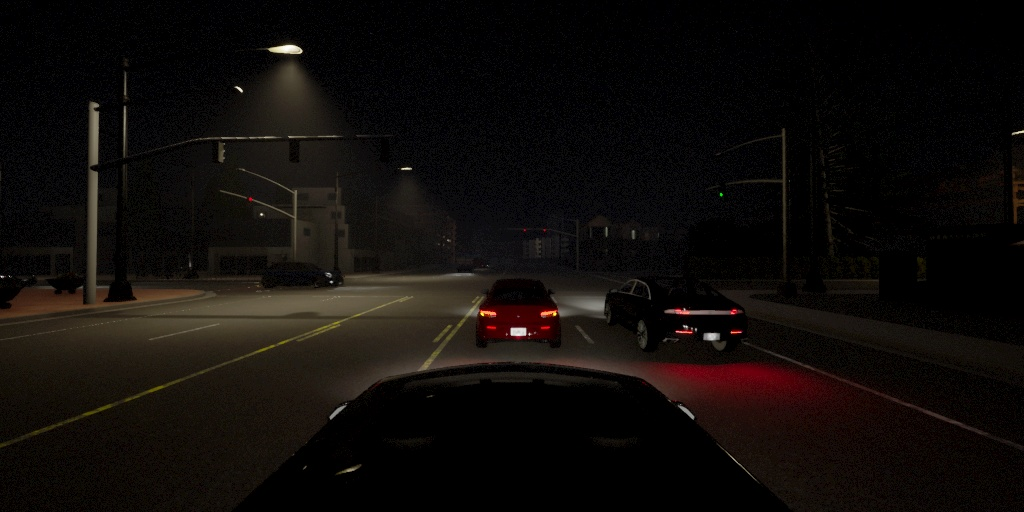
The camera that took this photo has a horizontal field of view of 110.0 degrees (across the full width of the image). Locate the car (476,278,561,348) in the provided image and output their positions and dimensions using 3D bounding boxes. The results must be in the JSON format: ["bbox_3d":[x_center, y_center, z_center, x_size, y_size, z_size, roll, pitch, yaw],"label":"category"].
[{"bbox_3d":[0.163,1.288,9.149,1.812,1.442,4.674,0,0,1],"label":"car"}]

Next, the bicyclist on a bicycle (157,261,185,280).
[{"bbox_3d":[-29.295,1.231,31.027,1.656,1.620,0.582,1,-1,-22],"label":"bicyclist on a bicycle"}]

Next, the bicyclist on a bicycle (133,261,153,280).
[{"bbox_3d":[-32.659,1.247,31.740,1.656,1.620,0.582,1,1,19],"label":"bicyclist on a bicycle"}]

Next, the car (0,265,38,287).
[{"bbox_3d":[-34.258,1.321,23.501,4.902,1.511,2.128,0,-1,2],"label":"car"}]

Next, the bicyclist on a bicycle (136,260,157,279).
[{"bbox_3d":[-31.241,1.145,31.330,1.656,1.620,0.582,22,0,-25],"label":"bicyclist on a bicycle"}]

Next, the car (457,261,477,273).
[{"bbox_3d":[-6.498,1.719,50.246,1.895,1.301,4.718,0,0,1],"label":"car"}]

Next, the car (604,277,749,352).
[{"bbox_3d":[3.654,1.250,8.904,2.128,1.511,4.902,0,0,1],"label":"car"}]

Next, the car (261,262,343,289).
[{"bbox_3d":[-13.552,1.202,23.418,4.553,1.767,2.097,0,-1,-3],"label":"car"}]
